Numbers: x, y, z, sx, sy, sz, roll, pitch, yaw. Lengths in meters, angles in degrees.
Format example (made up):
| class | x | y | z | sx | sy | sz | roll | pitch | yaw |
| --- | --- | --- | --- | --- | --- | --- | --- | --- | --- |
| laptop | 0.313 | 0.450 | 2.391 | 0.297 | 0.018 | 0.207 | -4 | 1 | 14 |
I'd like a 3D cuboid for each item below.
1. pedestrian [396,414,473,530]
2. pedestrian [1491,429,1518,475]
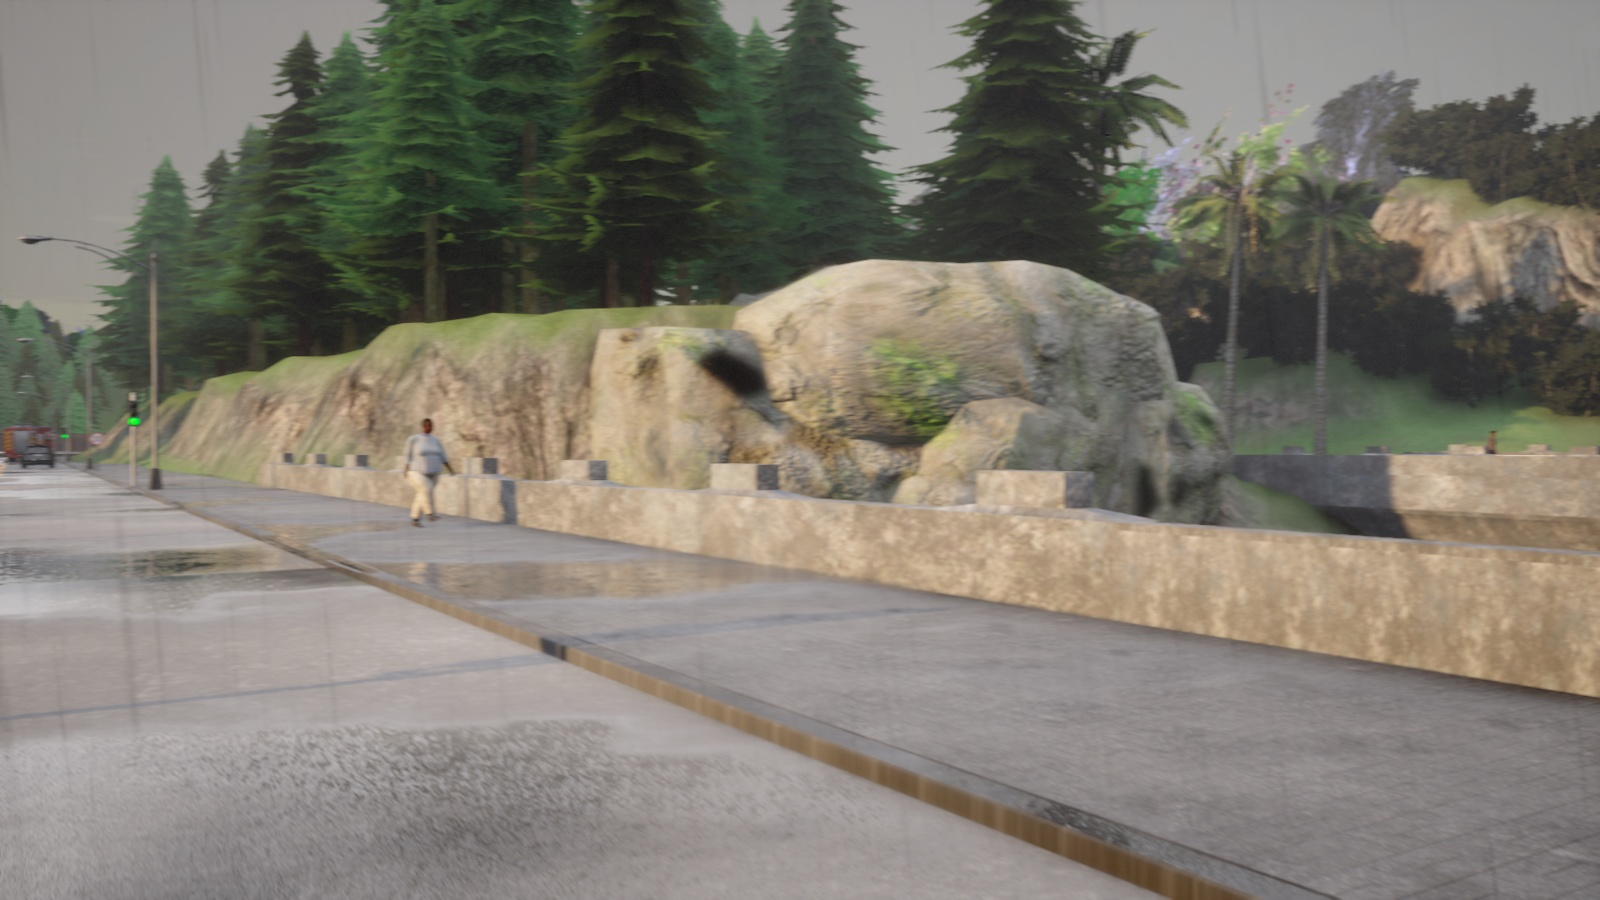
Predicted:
| class | x | y | z | sx | sy | sz | roll | pitch | yaw |
| --- | --- | --- | --- | --- | --- | --- | --- | --- | --- |
| pedestrian | -6.047 | 0.354 | 20.768 | 0.900 | 1.855 | 0.874 | 0 | 0 | 44 |
| pedestrian | 28.311 | 0.083 | 50.462 | 0.328 | 1.805 | 0.869 | 0 | 0 | -35 |
